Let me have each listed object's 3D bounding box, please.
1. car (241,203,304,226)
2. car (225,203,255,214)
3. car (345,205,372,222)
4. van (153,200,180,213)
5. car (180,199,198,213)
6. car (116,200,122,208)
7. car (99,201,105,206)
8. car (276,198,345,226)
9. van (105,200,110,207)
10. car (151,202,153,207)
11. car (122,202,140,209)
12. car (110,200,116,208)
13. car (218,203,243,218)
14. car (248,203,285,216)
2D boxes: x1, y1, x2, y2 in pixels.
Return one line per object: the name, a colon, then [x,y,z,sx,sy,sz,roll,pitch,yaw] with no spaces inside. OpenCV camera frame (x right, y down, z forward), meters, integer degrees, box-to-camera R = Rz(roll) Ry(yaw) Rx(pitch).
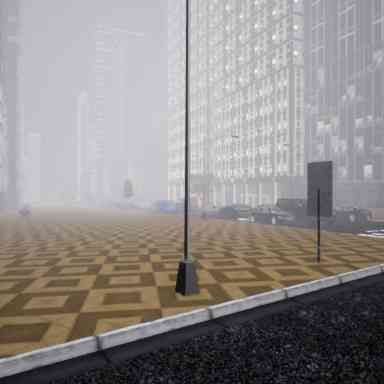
car: [6.126,1.814,25.924,2.008,1.369,4.403,-1,-1,-26]
car: [6.352,2.169,44.762,1.947,1.339,4.313,-1,-1,-26]
car: [13.675,1.854,29.561,2.008,1.369,4.403,-1,-1,-26]
van: [-3.643,2.005,46.195,1.690,1.788,3.998,-1,-1,-26]
car: [-1.265,2.180,47.302,1.837,1.490,4.892,0,-1,-25]
car: [-13.331,2.602,66.306,1.752,1.417,4.829,-1,-1,-26]
car: [-23.168,3.053,86.725,1.887,1.381,4.507,-1,-1,-26]
car: [8.806,1.484,26.354,2.150,2.045,5.566,0,-1,-26]
van: [-18.290,2.634,76.594,1.690,1.788,3.998,-1,-1,-26]
car: [-5.597,2.497,63.389,1.837,1.490,4.892,0,-1,-26]
car: [-10.963,2.525,61.392,2.008,1.369,4.403,-1,-1,-26]
car: [-15.845,2.731,71.526,1.887,1.381,4.507,-1,-1,-26]
car: [4.476,2.002,35.362,1.994,1.385,4.181,0,-1,-25]
car: [8.793,2.068,39.695,1.947,1.339,4.313,-1,-1,-26]
